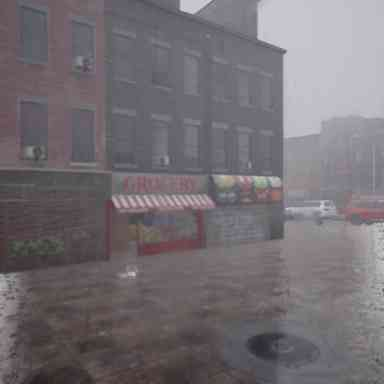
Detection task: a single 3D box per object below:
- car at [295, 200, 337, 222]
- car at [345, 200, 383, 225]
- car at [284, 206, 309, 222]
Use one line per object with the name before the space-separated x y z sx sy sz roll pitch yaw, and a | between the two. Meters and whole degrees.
car | 12.011 1.914 34.235 2.150 2.045 5.566 0 -2 -36
car | 14.617 1.625 25.460 2.150 2.045 5.566 0 -2 -35
car | 8.885 2.350 33.452 1.895 1.301 4.718 0 -2 -36
